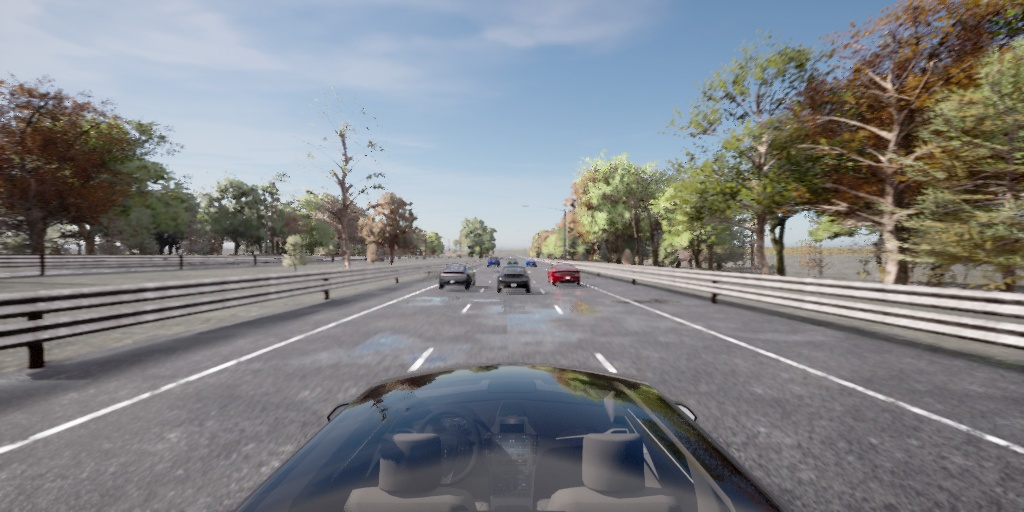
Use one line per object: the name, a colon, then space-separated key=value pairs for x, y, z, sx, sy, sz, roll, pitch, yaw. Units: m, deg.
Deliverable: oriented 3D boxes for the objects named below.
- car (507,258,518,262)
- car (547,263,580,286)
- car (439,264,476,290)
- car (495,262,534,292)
car: x=0.085 y=1.199 z=64.915 sx=2.097 sy=1.767 sz=4.553 roll=0 pitch=0 yaw=0
car: x=3.594 y=1.267 z=25.581 sx=1.882 sy=1.535 sz=5.008 roll=0 pitch=0 yaw=0
car: x=-3.405 y=1.278 z=22.961 sx=2.128 sy=1.511 sz=4.902 roll=0 pitch=0 yaw=0
car: x=0.095 y=1.289 z=21.524 sx=1.837 sy=1.490 sz=4.892 roll=0 pitch=0 yaw=0
